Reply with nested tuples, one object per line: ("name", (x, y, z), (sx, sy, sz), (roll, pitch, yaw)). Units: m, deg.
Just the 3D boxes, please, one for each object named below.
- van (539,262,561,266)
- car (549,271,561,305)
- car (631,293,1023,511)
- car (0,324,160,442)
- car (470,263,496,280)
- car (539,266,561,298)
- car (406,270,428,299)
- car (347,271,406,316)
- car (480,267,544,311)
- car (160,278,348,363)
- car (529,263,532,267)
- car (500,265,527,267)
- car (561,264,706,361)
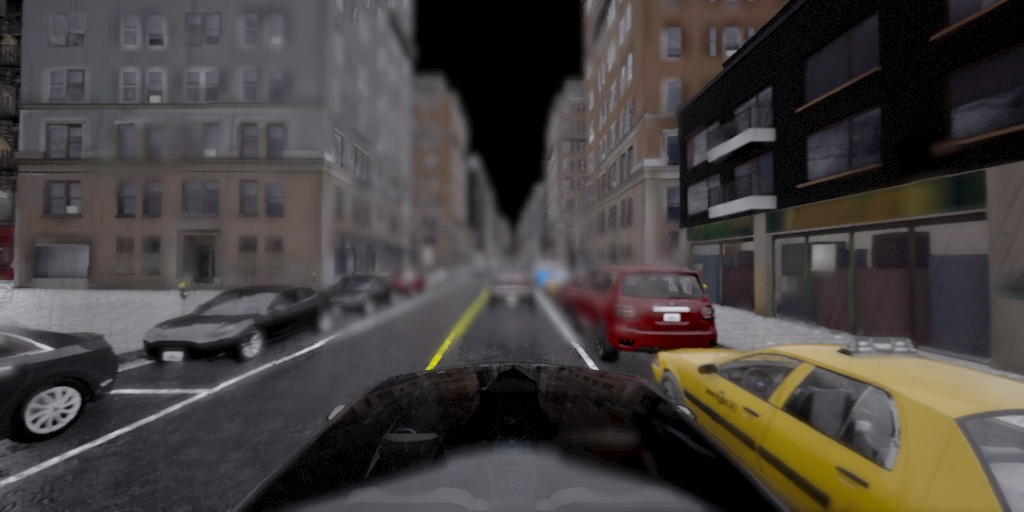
("van", (2.667, 1.339, 25.397), (1.690, 1.789, 3.998), (0, 0, 0))
("car", (2.667, 1.462, 14.050), (1.802, 1.307, 4.207), (0, 0, 0))
("car", (2.668, 1.286, 2.874), (1.751, 1.417, 4.829), (0, 0, 0))
("car", (-5.858, 1.311, 2.708), (2.007, 1.370, 4.403), (0, 0, 0))
("car", (-3.024, 1.677, 36.407), (1.994, 1.385, 4.181), (0, -1, 0))
("car", (2.668, 1.464, 19.894), (1.751, 1.417, 4.829), (0, 0, 0))
("car", (-5.859, 1.484, 19.726), (1.888, 1.381, 4.507), (0, 0, 0))
("car", (-5.858, 1.446, 14.054), (1.948, 1.339, 4.313), (0, 0, 0))
("car", (0.022, 1.386, 15.349), (2.128, 1.511, 4.902), (0, 0, 1))
("car", (-5.858, 1.386, 8.381), (1.948, 1.339, 4.313), (0, 0, 0))
("car", (2.667, 1.582, 31.240), (1.751, 1.417, 4.829), (0, 0, 0))
("car", (0.018, 1.648, 30.099), (1.895, 1.301, 4.718), (0, -1, 0))
("car", (2.668, 1.135, 8.378), (2.192, 1.841, 5.009), (0, 0, 0))
